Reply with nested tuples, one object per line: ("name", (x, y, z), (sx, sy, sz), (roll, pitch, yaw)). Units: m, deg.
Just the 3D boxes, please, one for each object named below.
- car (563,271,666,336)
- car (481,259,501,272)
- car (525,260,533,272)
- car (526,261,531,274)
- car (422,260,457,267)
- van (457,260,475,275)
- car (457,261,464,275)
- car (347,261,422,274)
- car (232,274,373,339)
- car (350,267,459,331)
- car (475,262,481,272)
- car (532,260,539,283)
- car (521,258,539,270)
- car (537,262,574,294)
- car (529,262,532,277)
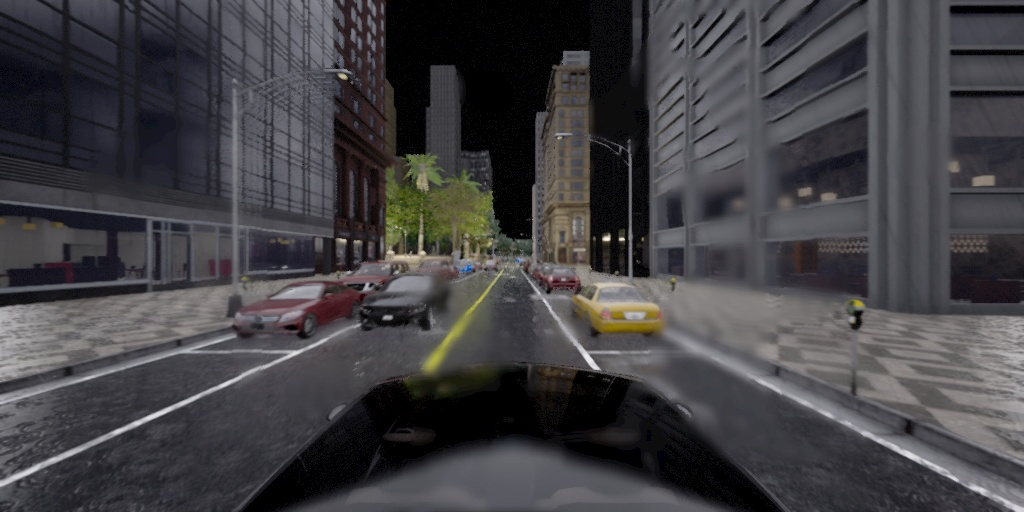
("car", (2.767, 1.317, 10.377), (1.751, 1.417, 4.829), (0, 0, 0))
("car", (-3.045, 1.541, 52.336), (1.812, 1.442, 4.674), (0, 0, 0))
("car", (2.779, 1.490, 42.927), (1.751, 1.417, 4.829), (0, 0, 0))
("car", (2.777, 1.485, 37.331), (2.007, 1.370, 4.403), (0, 0, 0))
("car", (-5.753, 1.191, 26.497), (2.192, 1.841, 5.009), (0, 0, 0))
("van", (-5.746, 1.305, 42.775), (1.690, 1.789, 3.998), (0, 0, 0))
("car", (-5.750, 1.451, 31.923), (1.888, 1.381, 4.507), (0, 0, 0))
("car", (-5.757, 1.134, 15.645), (2.192, 1.841, 5.009), (0, 0, 0))
("car", (-5.759, 1.374, 10.220), (1.802, 1.307, 4.207), (0, 0, 0))
("car", (-3.095, 1.276, 11.431), (1.882, 1.535, 5.008), (0, 0, 0))
("car", (-5.744, 1.433, 48.201), (1.967, 1.591, 4.097), (0, 0, 0))
("car", (2.773, 1.316, 26.482), (1.967, 1.591, 4.097), (0, 0, 0))
("car", (2.781, 1.308, 48.182), (2.192, 1.841, 5.009), (0, 0, 0))
("car", (2.771, 1.287, 21.057), (1.967, 1.591, 4.097), (0, 0, 0))
("car", (2.774, 1.450, 31.907), (1.888, 1.381, 4.507), (0, 0, 0))
